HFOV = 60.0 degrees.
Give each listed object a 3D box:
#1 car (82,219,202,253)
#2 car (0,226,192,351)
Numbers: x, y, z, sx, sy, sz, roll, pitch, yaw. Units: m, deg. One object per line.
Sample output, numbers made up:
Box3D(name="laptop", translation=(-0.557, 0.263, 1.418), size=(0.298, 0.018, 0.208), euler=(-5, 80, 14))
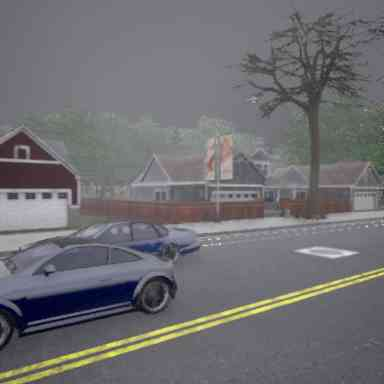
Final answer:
Box3D(name="car", translation=(-2.251, 1.547, 10.066), size=(5.357, 1.411, 2.033), euler=(0, 0, -36))
Box3D(name="car", translation=(-2.336, 1.564, 6.012), size=(4.181, 1.385, 1.994), euler=(0, 0, -36))
